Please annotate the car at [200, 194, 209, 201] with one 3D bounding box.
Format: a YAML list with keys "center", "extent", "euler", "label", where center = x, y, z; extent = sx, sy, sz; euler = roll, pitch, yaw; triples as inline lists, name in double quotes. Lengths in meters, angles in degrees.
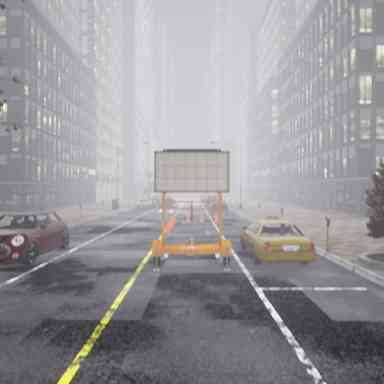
- center: [2.667, 1.236, 73.776]
  extent: [1.887, 1.381, 4.507]
  euler: [0, 0, 0]
  label: "car"

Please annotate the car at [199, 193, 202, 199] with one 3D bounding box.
- center: [2.670, 1.324, 62.392]
  extent: [1.802, 1.307, 4.206]
  euler: [0, 0, 0]
  label: "car"

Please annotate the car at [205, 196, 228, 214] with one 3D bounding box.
- center: [2.677, 1.429, 33.931]
  extent: [1.947, 1.339, 4.313]
  euler: [0, 0, 0]
  label: "car"

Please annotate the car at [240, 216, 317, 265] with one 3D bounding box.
- center: [2.683, 1.480, 11.333]
  extent: [1.752, 1.417, 4.829]
  euler: [0, 0, 0]
  label: "car"

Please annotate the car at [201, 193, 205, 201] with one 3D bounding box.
- center: [2.674, 1.256, 45.316]
  extent: [1.967, 1.590, 4.097]
  euler: [0, 0, 0]
  label: "car"

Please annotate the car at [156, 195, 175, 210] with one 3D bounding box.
- center: [-3.112, 1.379, 41.283]
  extent: [2.033, 1.411, 5.357]
  euler: [0, 0, 0]
  label: "car"

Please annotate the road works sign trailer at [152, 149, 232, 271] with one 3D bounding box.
- center: [-0.004, 0.421, 10.737]
  extent: [2.380, 3.560, 2.880]
  euler: [0, 0, 0]
  label: "road works sign trailer"

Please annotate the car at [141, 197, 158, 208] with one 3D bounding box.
- center: [-5.706, 1.397, 45.328]
  extent: [1.802, 1.307, 4.206]
  euler: [0, 0, 0]
  label: "car"

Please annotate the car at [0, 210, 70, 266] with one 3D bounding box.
- center: [-5.698, 1.395, 11.176]
  extent: [1.967, 1.590, 4.097]
  euler: [0, 0, 0]
  label: "car"

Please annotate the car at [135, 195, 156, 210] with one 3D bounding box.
- center: [-5.705, 1.365, 39.466]
  extent: [1.752, 1.417, 4.829]
  euler: [0, 0, 0]
  label: "car"

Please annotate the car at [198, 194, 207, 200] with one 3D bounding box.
- center: [2.664, 1.190, 85.161]
  extent: [2.008, 1.369, 4.403]
  euler: [0, 0, 0]
  label: "car"

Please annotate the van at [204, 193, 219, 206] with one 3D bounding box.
- center: [2.674, 1.180, 39.622]
  extent: [1.690, 1.788, 3.998]
  euler: [0, 0, 0]
  label: "van"
